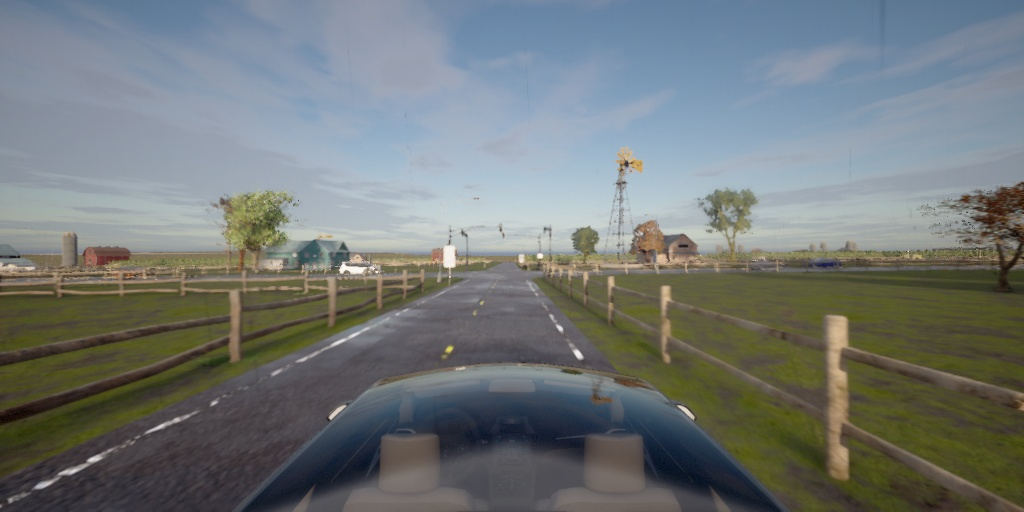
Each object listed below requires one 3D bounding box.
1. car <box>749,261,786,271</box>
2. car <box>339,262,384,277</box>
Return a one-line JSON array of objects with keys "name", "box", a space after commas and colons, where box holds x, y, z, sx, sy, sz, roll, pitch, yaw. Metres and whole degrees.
[{"name": "car", "box": [34.641, 1.299, 48.635, 4.181, 1.385, 1.994, -1, 1, 0]}, {"name": "car", "box": [-20.330, 1.801, 48.511, 5.566, 2.045, 2.150, 1, 1, 0]}]
